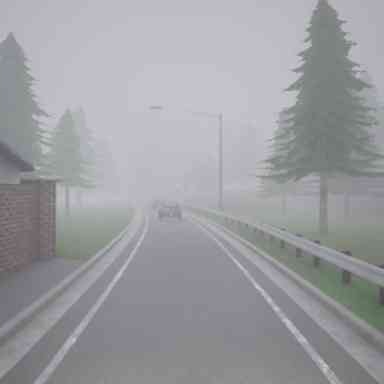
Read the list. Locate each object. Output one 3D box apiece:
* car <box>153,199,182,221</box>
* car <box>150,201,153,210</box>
[{"bbox_3d":[-1.932,1.519,27.953,2.128,1.511,4.902,0,0,-7],"label":"car"},{"bbox_3d":[-4.435,1.607,43.893,1.994,1.385,4.181,0,0,-9],"label":"car"}]
